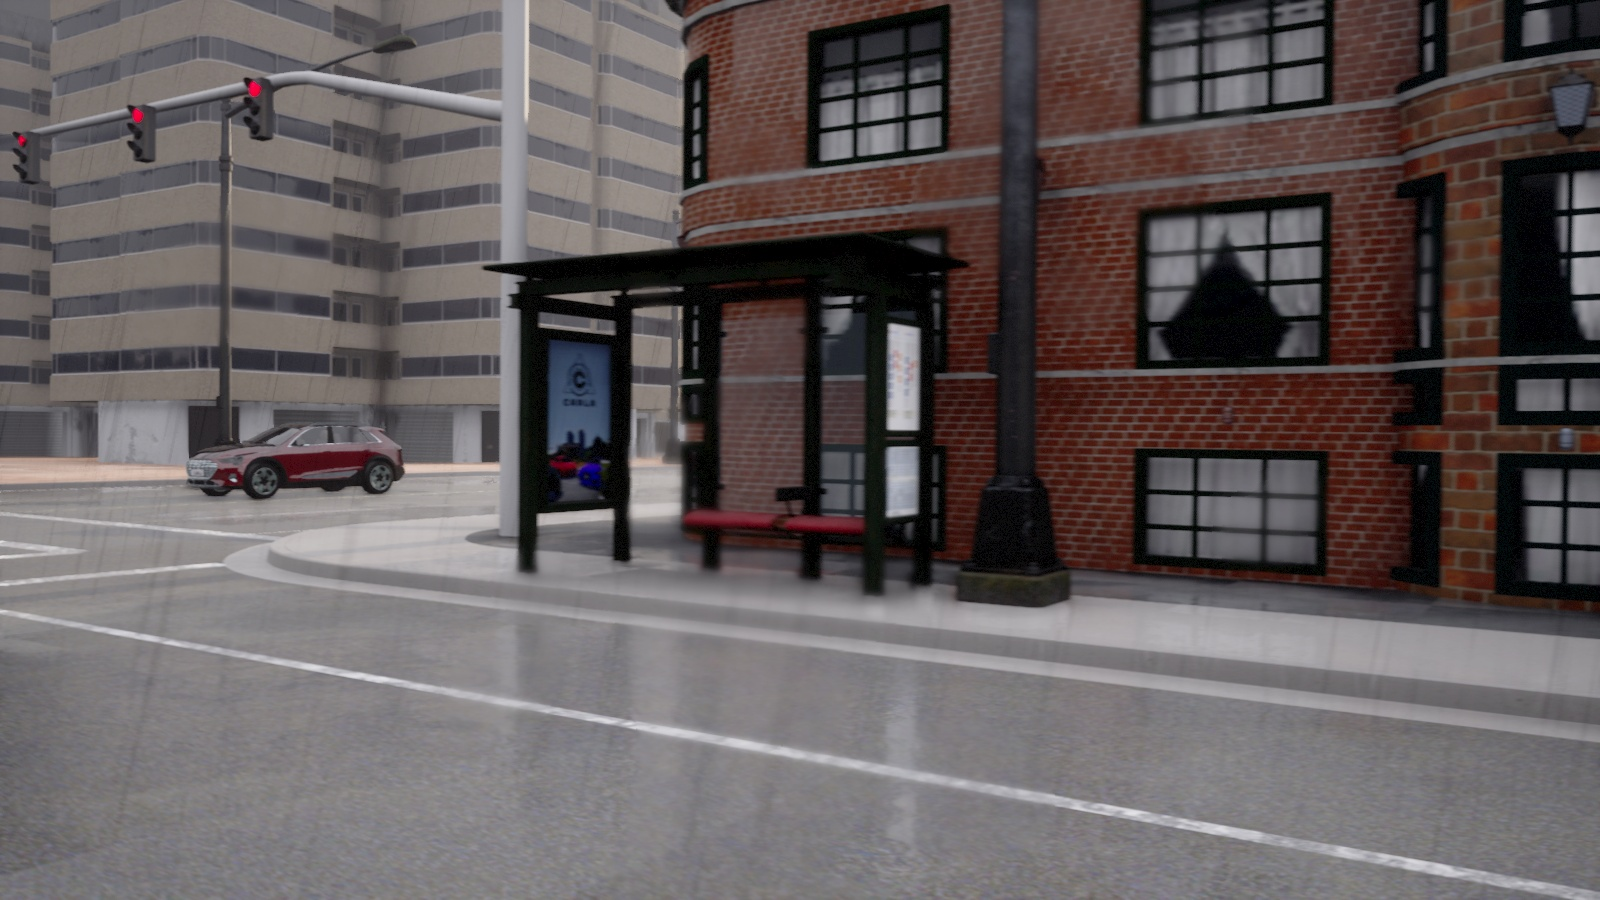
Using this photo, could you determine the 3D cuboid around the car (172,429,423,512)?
[{"bbox_3d":[-11.002,0.381,27.851,2.033,1.649,4.856,0,1,33],"label":"car"}]
